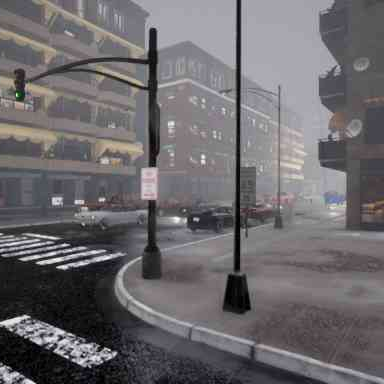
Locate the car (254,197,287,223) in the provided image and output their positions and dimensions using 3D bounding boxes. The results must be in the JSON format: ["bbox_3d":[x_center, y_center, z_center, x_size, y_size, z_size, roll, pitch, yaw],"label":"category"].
[{"bbox_3d":[4.614,1.283,22.517,1.802,1.307,4.206,2,2,35],"label":"car"}]

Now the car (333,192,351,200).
[{"bbox_3d":[25.883,0.695,57.272,1.895,1.301,4.718,1,1,35],"label":"car"}]

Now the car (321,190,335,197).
[{"bbox_3d":[29.833,0.377,72.931,1.887,1.381,4.507,2,2,35],"label":"car"}]

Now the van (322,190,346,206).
[{"bbox_3d":[17.437,0.720,40.737,1.690,1.788,3.998,2,2,35],"label":"van"}]

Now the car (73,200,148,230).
[{"bbox_3d":[-4.549,1.368,19.565,1.895,1.301,4.718,1,1,35],"label":"car"}]

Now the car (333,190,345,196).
[{"bbox_3d":[36.243,0.255,82.044,1.802,1.307,4.206,2,2,35],"label":"car"}]

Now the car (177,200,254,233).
[{"bbox_3d":[1.409,1.347,17.961,1.947,1.339,4.313,2,2,35],"label":"car"}]

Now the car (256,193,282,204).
[{"bbox_3d":[10.603,0.880,45.594,1.947,1.339,4.313,2,2,35],"label":"car"}]

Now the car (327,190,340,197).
[{"bbox_3d":[33.038,0.335,77.487,1.802,1.307,4.206,2,2,35],"label":"car"}]

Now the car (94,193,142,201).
[{"bbox_3d":[-5.420,1.031,22.808,2.192,1.841,5.009,2,2,35],"label":"car"}]

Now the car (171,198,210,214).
[{"bbox_3d":[0.545,1.203,26.830,1.994,1.385,4.181,1,1,34],"label":"car"}]

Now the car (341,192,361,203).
[{"bbox_3d":[23.844,0.763,49.853,1.887,1.381,4.507,2,2,35],"label":"car"}]

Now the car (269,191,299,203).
[{"bbox_3d":[11.502,0.717,42.328,2.097,1.767,4.553,1,1,36],"label":"car"}]

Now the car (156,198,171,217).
[{"bbox_3d":[-2.217,1.180,27.370,1.887,1.381,4.507,2,2,35],"label":"car"}]

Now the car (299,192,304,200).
[{"bbox_3d":[17.013,0.719,54.707,1.947,1.339,4.313,2,2,35],"label":"car"}]

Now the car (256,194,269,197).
[{"bbox_3d":[5.797,1.012,34.267,1.837,1.490,4.892,1,1,35],"label":"car"}]
